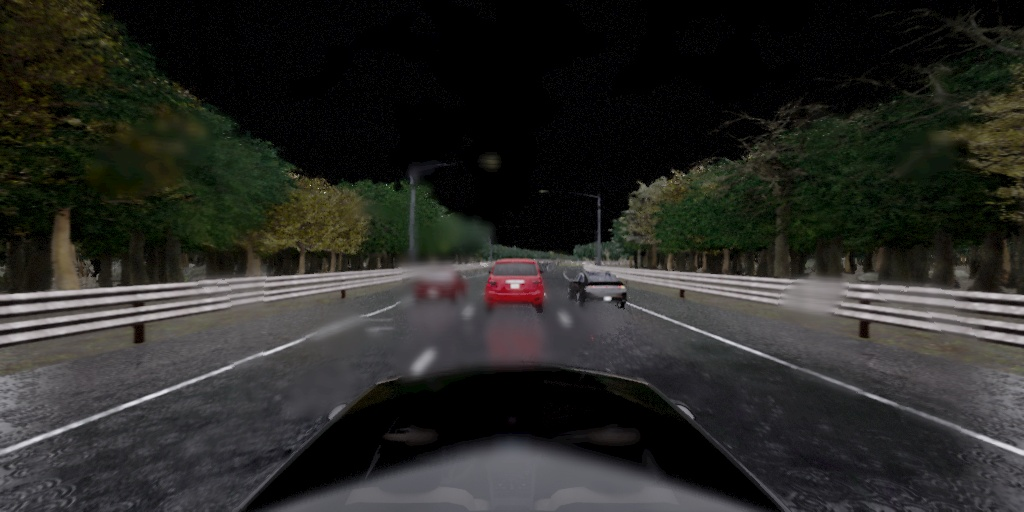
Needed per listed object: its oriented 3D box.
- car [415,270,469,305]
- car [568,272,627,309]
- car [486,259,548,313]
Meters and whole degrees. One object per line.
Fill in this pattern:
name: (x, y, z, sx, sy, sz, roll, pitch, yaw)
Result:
car: (-3.283, 1.443, 17.604, 1.882, 1.535, 5.008, 0, -1, 1)
car: (3.688, 1.441, 16.071, 2.128, 1.511, 4.902, 0, -1, 1)
car: (0.169, 1.156, 15.044, 2.150, 2.045, 5.566, 0, -1, 1)
